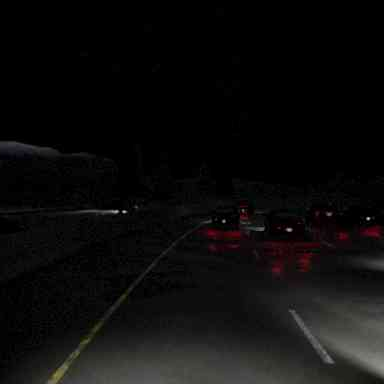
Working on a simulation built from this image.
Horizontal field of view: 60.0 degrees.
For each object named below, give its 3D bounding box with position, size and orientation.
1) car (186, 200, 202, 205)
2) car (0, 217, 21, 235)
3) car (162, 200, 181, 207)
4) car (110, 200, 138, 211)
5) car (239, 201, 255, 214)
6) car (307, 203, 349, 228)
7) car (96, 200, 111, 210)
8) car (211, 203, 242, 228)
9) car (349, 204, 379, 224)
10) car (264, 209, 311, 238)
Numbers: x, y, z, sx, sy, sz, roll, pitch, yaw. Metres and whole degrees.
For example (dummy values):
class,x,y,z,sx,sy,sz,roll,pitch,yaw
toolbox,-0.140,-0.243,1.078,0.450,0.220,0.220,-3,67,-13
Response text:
class,x,y,z,sx,sy,sz,roll,pitch,yaw
car,0.533,2.064,55.559,1.994,1.385,4.181,0,-1,22
car,-9.734,1.653,14.407,2.033,1.411,5.357,0,-1,6
car,-3.356,2.013,55.260,1.812,1.442,4.674,0,-1,21
car,-9.520,1.975,48.400,1.994,1.385,4.181,0,-1,19
car,6.620,1.887,40.856,1.837,1.490,4.892,0,-1,17
car,9.724,1.598,24.663,2.097,1.767,4.553,0,-1,11
car,-12.574,1.914,50.320,2.128,1.511,4.902,0,-1,19
car,2.480,1.748,24.019,1.812,1.442,4.674,0,-1,10
car,13.902,1.787,27.588,1.837,1.490,4.892,0,-1,12
car,5.147,1.708,18.781,1.812,1.442,4.674,0,-1,8
